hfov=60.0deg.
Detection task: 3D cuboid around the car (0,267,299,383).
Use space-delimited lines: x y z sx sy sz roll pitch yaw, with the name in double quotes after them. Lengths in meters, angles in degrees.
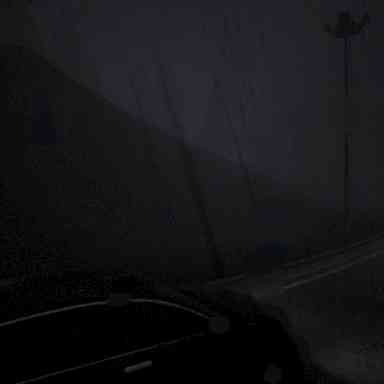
-0.965 1.536 3.190 4.892 1.490 1.837 0 0 -37 "car"
